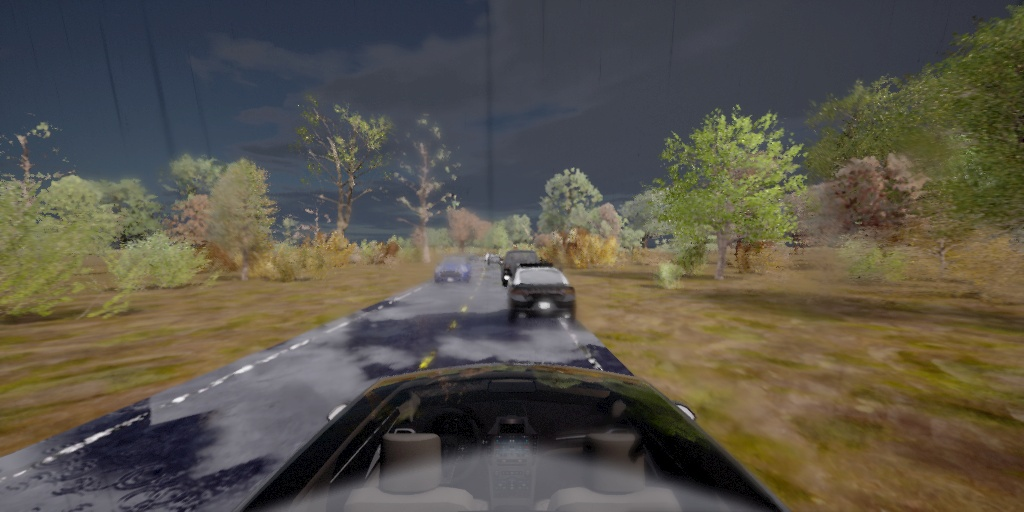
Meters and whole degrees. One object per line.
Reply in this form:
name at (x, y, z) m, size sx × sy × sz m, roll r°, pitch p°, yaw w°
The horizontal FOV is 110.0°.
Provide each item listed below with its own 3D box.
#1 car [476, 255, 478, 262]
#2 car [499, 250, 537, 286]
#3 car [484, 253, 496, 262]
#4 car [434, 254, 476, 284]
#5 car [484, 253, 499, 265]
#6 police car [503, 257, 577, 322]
car at (-7.225, 0.276, 64.507) m, size 1.994 × 1.385 × 4.181 m, roll 0°, pitch 1°, yaw -7°
car at (0.455, 0.638, 21.616) m, size 2.150 × 2.045 × 5.566 m, roll 0°, pitch 1°, yaw -2°
car at (-3.823, 0.273, 62.084) m, size 1.812 × 1.442 × 4.674 m, roll 0°, pitch 1°, yaw -8°
car at (-3.629, 0.751, 22.915) m, size 2.097 × 1.767 × 4.553 m, roll 0°, pitch 1°, yaw -3°
car at (-2.439, 0.442, 49.683) m, size 2.128 × 1.511 × 4.902 m, roll 0°, pitch 1°, yaw -6°
police car at (0.782, 1.007, 11.657) m, size 1.930 × 1.638 × 5.238 m, roll 0°, pitch 1°, yaw -1°
